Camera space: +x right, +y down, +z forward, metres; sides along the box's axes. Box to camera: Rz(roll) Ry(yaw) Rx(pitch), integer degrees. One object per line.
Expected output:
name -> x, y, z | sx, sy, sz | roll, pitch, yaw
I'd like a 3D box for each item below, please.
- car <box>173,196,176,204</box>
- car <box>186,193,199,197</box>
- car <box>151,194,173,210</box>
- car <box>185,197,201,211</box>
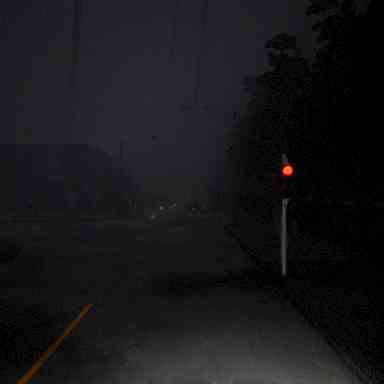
car -> -4.066, 1.505, 53.813 | 1.837, 1.490, 4.892 | 0, 0, 0
car -> 0.124, 1.221, 62.011 | 2.150, 2.045, 5.566 | 0, 0, 0
car -> -4.080, 1.221, 43.895 | 2.150, 2.045, 5.566 | 0, 0, 0
car -> 0.148, 1.601, 40.464 | 1.895, 1.301, 4.718 | 0, 0, 0
